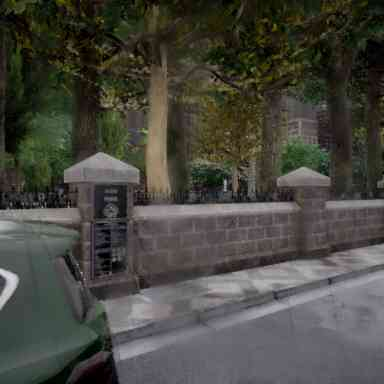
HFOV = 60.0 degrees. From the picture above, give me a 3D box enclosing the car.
[{"bbox_3d":[-3.013,1.221,1.222,5.566,2.045,2.150,0,0,-36],"label":"car"}]
